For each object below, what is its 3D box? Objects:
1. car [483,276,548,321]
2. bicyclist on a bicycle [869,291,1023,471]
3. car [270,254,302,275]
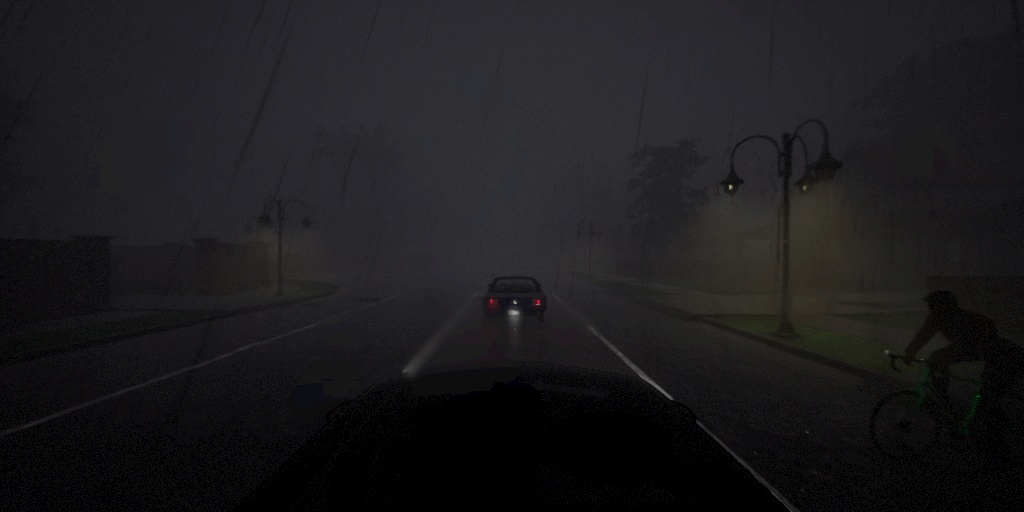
[{"bbox_3d":[0.100,1.352,12.480,1.895,1.301,4.718,0,0,0],"label":"car"},{"bbox_3d":[4.207,1.160,3.389,1.656,1.620,0.582,1,0,0],"label":"bicyclist on a bicycle"},{"bbox_3d":[-24.042,0.796,35.759,5.566,2.045,2.150,0,0,1],"label":"car"}]
